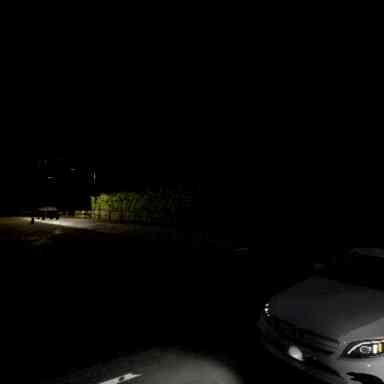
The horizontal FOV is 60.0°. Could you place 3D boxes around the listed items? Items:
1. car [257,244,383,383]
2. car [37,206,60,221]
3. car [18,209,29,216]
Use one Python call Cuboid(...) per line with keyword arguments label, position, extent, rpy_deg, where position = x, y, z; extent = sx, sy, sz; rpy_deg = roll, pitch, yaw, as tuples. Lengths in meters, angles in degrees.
Cuboid(label="car", position=(3.083, 1.596, 5.150), extent=(4.674, 1.442, 1.812), rpy_deg=(1, -1, -36))
Cuboid(label="car", position=(-20.927, 3.091, 48.363), extent=(2.150, 2.045, 5.566), rpy_deg=(2, -4, -35))
Cuboid(label="car", position=(-41.716, 4.932, 82.331), extent=(2.097, 1.767, 4.553), rpy_deg=(2, -4, -35))
